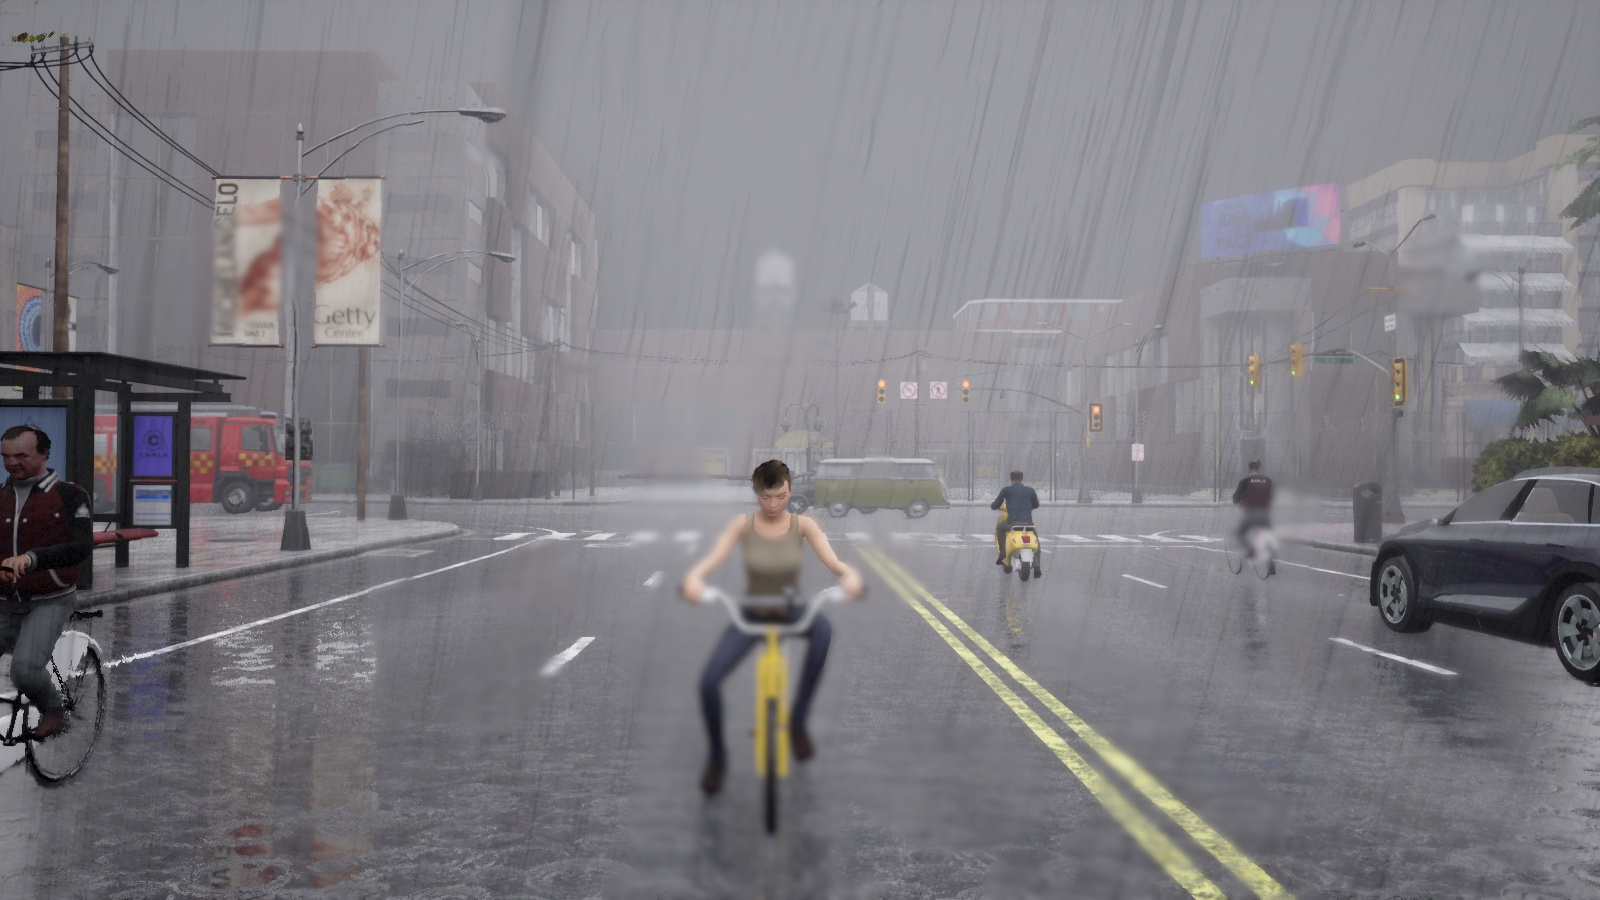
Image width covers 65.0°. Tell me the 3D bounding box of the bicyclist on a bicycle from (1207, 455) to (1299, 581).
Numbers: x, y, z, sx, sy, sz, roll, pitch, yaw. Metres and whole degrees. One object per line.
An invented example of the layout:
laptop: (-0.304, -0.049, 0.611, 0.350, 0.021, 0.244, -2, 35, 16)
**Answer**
bicyclist on a bicycle: (6.694, 0.971, 18.659, 0.659, 1.776, 1.843, 0, -1, -1)

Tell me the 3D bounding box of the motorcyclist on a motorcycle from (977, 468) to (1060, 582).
motorcyclist on a motorcycle: (3.196, 1.066, 18.522, 0.866, 1.590, 1.817, 0, -1, -1)

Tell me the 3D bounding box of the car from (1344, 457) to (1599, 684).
car: (6.807, 0.900, 10.864, 2.033, 1.649, 4.856, 0, -1, -1)

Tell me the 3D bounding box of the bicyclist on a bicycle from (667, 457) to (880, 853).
bicyclist on a bicycle: (-0.120, 0.850, 5.896, 0.866, 1.612, 1.509, 0, -1, -1)

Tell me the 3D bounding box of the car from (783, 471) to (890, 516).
car: (1.260, 1.535, 44.613, 3.705, 1.549, 1.789, 0, -1, 0)

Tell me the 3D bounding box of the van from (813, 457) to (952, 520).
van: (2.652, 1.246, 41.124, 4.442, 1.987, 1.775, 0, -1, 0)

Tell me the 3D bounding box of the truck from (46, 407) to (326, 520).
truck: (-21.590, 0.482, 44.509, 8.468, 3.827, 2.891, 0, -1, 0)

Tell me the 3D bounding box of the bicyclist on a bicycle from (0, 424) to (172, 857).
bicyclist on a bicycle: (-3.621, 0.795, 5.670, 0.659, 1.776, 1.843, 0, -1, -1)
